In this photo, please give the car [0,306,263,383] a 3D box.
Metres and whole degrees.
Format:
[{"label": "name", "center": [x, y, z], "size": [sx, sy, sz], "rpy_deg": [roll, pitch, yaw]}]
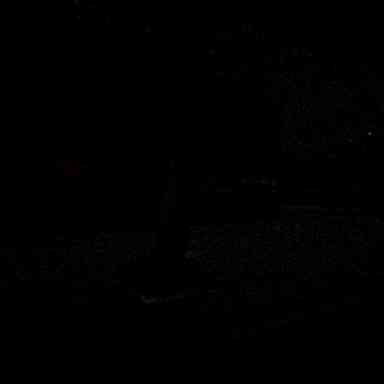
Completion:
[{"label": "car", "center": [-1.918, 1.541, 1.747], "size": [5.357, 1.411, 2.033], "rpy_deg": [0, 0, -34]}]
